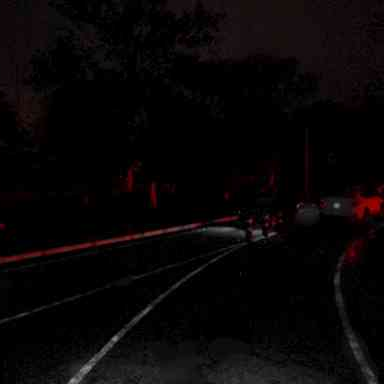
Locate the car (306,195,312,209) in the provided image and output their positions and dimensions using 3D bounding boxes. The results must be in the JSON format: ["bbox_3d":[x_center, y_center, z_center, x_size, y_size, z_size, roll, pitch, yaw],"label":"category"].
[{"bbox_3d":[10.608,0.470,25.750,2.033,1.411,5.357,0,4,44],"label":"car"}]

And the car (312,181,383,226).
[{"bbox_3d":[9.012,0.584,18.604,2.150,2.045,5.566,0,4,42],"label":"car"}]

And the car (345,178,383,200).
[{"bbox_3d":[16.513,-0.329,31.490,4.553,1.767,2.097,-6,4,-42],"label":"car"}]

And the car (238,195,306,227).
[{"bbox_3d":[4.429,0.995,18.774,1.837,1.490,4.892,0,3,40],"label":"car"}]
